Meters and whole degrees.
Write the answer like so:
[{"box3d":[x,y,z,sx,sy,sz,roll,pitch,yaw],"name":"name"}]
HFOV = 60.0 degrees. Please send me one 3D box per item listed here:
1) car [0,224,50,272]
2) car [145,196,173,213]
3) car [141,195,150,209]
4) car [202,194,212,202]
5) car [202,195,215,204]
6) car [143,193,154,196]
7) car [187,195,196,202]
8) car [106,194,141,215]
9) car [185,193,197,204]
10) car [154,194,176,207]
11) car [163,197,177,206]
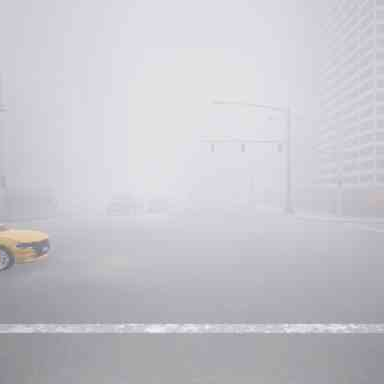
[{"box3d":[-7.004,1.477,10.192,5.008,1.535,1.882,0,0,0],"name":"car"},{"box3d":[-3.680,1.491,37.473,2.128,1.511,4.902,0,0,0],"name":"car"},{"box3d":[-7.195,1.547,44.802,2.033,1.411,5.357,0,0,0],"name":"car"},{"box3d":[3.345,1.355,74.593,2.097,1.767,4.553,0,0,0],"name":"car"},{"box3d":[3.459,1.526,64.690,1.812,1.442,4.674,0,0,0],"name":"car"},{"box3d":[-7.206,1.221,55.326,2.150,2.045,5.566,0,0,0],"name":"car"},{"box3d":[-0.158,1.382,74.441,1.994,1.385,4.181,0,0,0],"name":"car"},{"box3d":[-7.156,1.221,34.551,2.150,2.045,5.566,0,0,2],"name":"car"},{"box3d":[-0.135,1.221,63.770,2.150,2.045,5.566,0,0,0],"name":"car"},{"box3d":[-3.695,1.352,46.690,2.097,1.767,4.553,0,0,0],"name":"car"},{"box3d":[-3.707,1.564,56.503,1.994,1.385,4.181,0,0,0],"name":"car"}]
